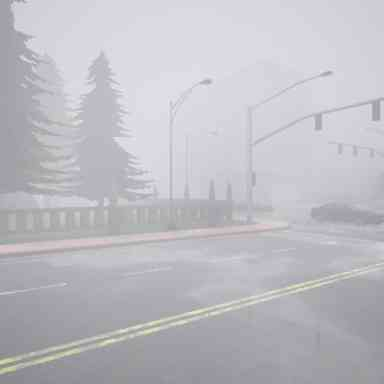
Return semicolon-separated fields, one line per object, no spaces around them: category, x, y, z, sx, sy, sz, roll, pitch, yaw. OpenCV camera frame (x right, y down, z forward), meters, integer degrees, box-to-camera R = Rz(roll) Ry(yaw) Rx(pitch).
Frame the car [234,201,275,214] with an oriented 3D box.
car;6.464;1.601;35.264;1.895;1.301;4.718;0;0;-35

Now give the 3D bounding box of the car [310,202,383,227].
car;10.707;1.477;23.157;1.882;1.535;5.008;0;0;-34
